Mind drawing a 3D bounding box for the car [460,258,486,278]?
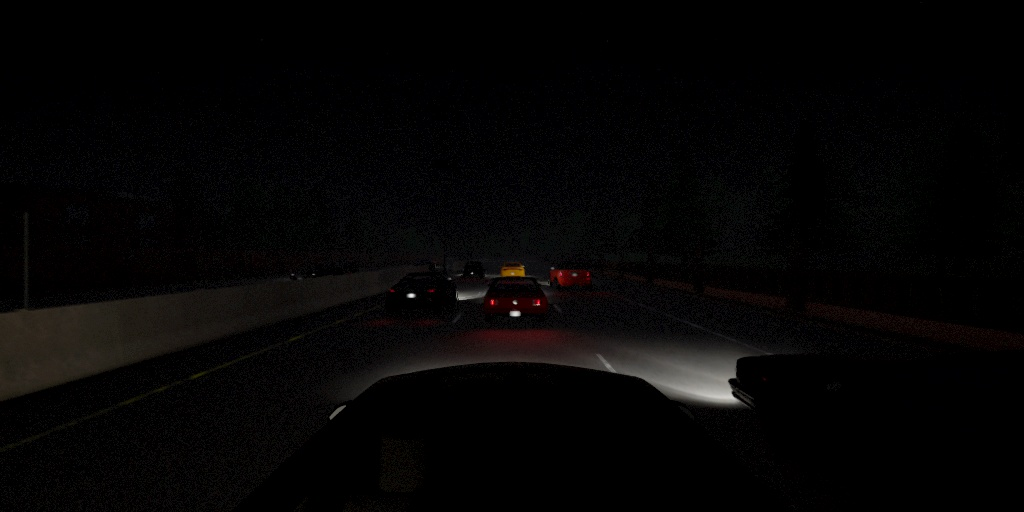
[{"bbox_3d":[-3.552,1.247,33.871,1.837,1.490,4.892,0,0,-1],"label":"car"}]

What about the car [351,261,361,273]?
[{"bbox_3d":[-17.842,1.218,38.192,1.882,1.535,5.008,0,0,-2],"label":"car"}]

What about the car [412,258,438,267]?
[{"bbox_3d":[-11.037,1.217,44.790,1.882,1.535,5.008,0,0,-1],"label":"car"}]

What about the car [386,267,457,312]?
[{"bbox_3d":[-3.403,1.311,14.125,1.994,1.385,4.181,0,0,0],"label":"car"}]

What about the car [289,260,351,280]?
[{"bbox_3d":[-14.137,1.236,26.192,2.128,1.511,4.902,0,0,0],"label":"car"}]

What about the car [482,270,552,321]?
[{"bbox_3d":[0.090,1.348,12.399,1.895,1.301,4.718,0,0,0],"label":"car"}]

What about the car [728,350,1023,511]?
[{"bbox_3d":[3.600,1.297,1.962,2.033,1.411,5.357,0,0,0],"label":"car"}]

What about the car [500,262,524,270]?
[{"bbox_3d":[0.023,1.220,30.253,1.882,1.535,5.008,0,0,-1],"label":"car"}]

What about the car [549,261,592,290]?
[{"bbox_3d":[3.588,1.097,22.662,2.097,1.767,4.553,0,0,0],"label":"car"}]
